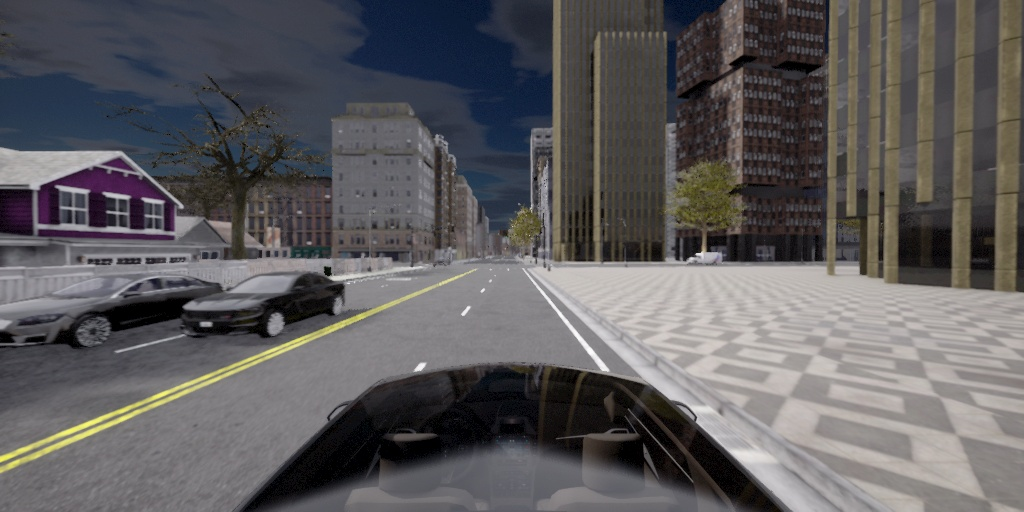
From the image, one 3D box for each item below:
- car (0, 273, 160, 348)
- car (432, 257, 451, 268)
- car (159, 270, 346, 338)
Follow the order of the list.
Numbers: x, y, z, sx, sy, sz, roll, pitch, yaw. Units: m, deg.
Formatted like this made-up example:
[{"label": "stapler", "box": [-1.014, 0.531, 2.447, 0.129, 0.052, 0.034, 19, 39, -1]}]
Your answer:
[{"label": "car", "box": [-9.856, 1.211, 9.156, 2.128, 1.511, 4.902, 0, 0, 0]}, {"label": "car", "box": [-9.788, 0.840, 50.360, 2.033, 1.411, 5.357, 0, 0, 0]}, {"label": "car", "box": [-6.607, 1.193, 10.234, 1.882, 1.535, 5.008, 0, 0, 0]}]
